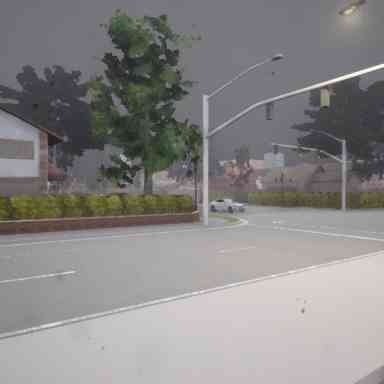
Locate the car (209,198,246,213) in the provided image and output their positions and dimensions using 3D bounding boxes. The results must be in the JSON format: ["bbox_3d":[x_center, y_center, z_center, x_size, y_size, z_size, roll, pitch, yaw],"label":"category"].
[{"bbox_3d":[3.773,1.435,36.342,1.812,1.442,4.674,0,0,-36],"label":"car"}]
